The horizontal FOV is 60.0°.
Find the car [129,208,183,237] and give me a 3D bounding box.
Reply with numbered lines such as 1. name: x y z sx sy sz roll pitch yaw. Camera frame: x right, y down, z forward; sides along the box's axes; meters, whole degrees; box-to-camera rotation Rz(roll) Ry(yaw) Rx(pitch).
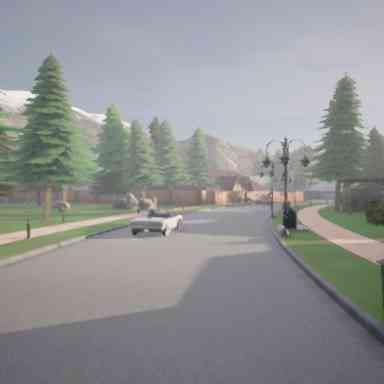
1. car: -1.866 1.597 18.470 1.895 1.301 4.718 0 0 10

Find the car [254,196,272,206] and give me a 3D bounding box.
1. car: 12.419 1.413 57.551 2.097 1.767 4.553 0 0 31
